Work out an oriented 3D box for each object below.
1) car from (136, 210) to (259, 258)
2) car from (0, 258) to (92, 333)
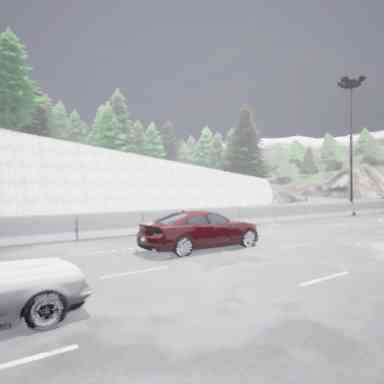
[{"bbox_3d":[0.364,1.423,12.610,5.008,1.535,1.882,-1,0,-36],"label":"car"},{"bbox_3d":[-4.083,1.606,5.132,4.718,1.301,1.895,-1,0,-36],"label":"car"}]
